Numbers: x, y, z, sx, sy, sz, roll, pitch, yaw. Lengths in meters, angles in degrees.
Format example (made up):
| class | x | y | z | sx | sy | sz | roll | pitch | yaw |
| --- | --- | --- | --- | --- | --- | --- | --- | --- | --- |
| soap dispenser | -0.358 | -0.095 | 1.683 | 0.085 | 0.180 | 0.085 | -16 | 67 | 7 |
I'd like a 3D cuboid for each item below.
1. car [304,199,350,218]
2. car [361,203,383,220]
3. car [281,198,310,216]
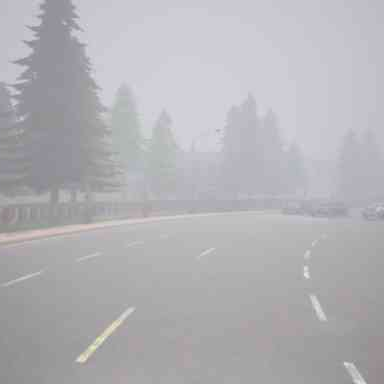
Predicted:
| class | x | y | z | sx | sy | sz | roll | pitch | yaw |
| --- | --- | --- | --- | --- | --- | --- | --- | --- | --- |
| car | 13.110 | 1.637 | 31.552 | 4.892 | 1.490 | 1.837 | 1 | 0 | -37 |
| car | 17.396 | 1.708 | 30.455 | 4.674 | 1.442 | 1.812 | 1 | 0 | -33 |
| car | 11.366 | 1.458 | 34.597 | 4.553 | 1.767 | 2.097 | 1 | 0 | -37 |
